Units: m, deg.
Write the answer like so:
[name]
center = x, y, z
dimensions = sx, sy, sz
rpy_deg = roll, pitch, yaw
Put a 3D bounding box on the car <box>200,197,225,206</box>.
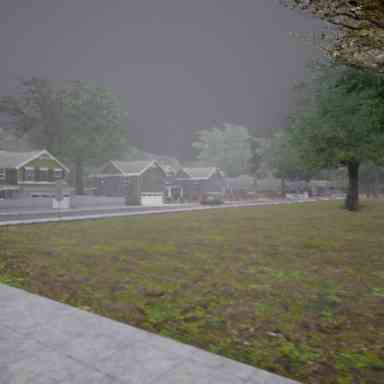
[car]
center = 3.397, 1.463, 54.447
dimensions = 2.033, 1.411, 5.357
rpy_deg = 0, 0, 35
